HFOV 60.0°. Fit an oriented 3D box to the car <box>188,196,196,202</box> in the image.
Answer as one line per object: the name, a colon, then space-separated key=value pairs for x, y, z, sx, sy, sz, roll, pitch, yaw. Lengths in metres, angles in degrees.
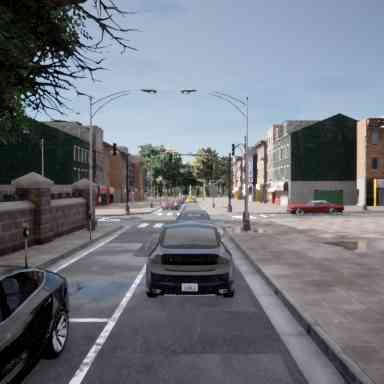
car: x=-0.045 y=1.671 z=82.173 sx=2.033 sy=1.411 sz=5.357 roll=0 pitch=0 yaw=0

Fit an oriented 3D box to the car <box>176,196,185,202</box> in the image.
car: x=-2.690 y=1.690 z=79.628 sx=1.947 sy=1.339 sz=4.313 roll=-1 pitch=0 yaw=0

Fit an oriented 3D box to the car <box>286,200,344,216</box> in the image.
car: x=10.941 y=1.428 z=29.863 sx=4.718 sy=1.301 sz=1.895 roll=-1 pitch=1 yaw=0

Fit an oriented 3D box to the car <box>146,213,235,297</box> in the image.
car: x=-0.027 y=1.505 z=8.540 sx=1.837 sy=1.490 sz=4.892 roll=0 pitch=0 yaw=0

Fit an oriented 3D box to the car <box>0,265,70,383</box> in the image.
car: x=-2.646 y=1.565 z=3.265 sx=1.947 sy=1.339 sz=4.313 roll=-1 pitch=0 yaw=0

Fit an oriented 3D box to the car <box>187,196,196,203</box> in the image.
car: x=-0.028 y=1.582 z=71.739 sx=1.882 sy=1.535 sz=5.008 roll=0 pitch=0 yaw=0

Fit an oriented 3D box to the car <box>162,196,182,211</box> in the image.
car: x=-2.670 y=1.478 z=41.586 sx=1.967 sy=1.590 sz=4.097 roll=-1 pitch=0 yaw=0

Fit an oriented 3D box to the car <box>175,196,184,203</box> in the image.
car: x=-2.687 y=1.655 z=74.194 sx=1.887 sy=1.381 sz=4.507 roll=-1 pitch=0 yaw=0

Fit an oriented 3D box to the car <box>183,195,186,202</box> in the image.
car: x=-2.681 y=1.628 z=63.324 sx=1.887 sy=1.381 sz=4.507 roll=-1 pitch=0 yaw=0

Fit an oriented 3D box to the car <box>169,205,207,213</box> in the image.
car: x=0.091 y=1.552 z=16.005 sx=2.033 sy=1.411 sz=5.357 roll=0 pitch=0 yaw=0
